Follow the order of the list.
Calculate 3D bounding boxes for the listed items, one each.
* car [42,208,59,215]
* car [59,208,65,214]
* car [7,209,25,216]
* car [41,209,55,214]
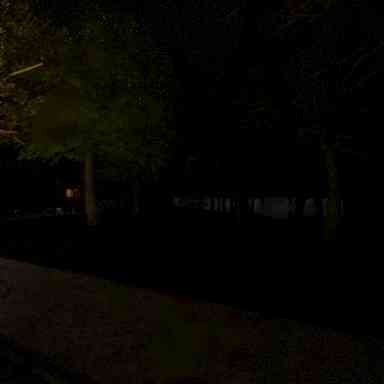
[{"bbox_3d":[-32.776,4.454,76.808,1.837,1.490,4.892,0,-3,-9],"label":"car"},{"bbox_3d":[-34.482,4.865,87.091,2.128,1.511,4.902,0,-3,-9],"label":"car"},{"bbox_3d":[-34.027,4.021,64.519,1.895,1.301,4.718,0,-3,-9],"label":"car"},{"bbox_3d":[-37.828,5.079,87.414,2.033,1.411,5.357,0,-3,-9],"label":"car"}]
